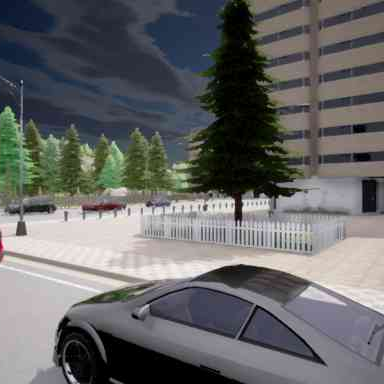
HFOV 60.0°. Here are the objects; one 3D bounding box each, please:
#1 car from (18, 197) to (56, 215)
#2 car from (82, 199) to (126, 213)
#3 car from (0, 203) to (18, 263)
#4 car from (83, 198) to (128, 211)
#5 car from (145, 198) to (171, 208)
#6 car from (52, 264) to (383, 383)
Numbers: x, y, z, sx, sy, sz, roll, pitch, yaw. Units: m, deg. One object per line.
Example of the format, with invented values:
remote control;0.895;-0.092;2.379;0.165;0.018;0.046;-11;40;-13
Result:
car;-16.248;1.348;33.583;2.097;1.767;4.553;0;0;35
car;-9.563;1.597;36.583;1.895;1.301;4.718;0;0;35
car;-7.370;1.220;9.189;5.566;2.045;2.150;0;0;36
car;-10.675;1.543;41.422;2.033;1.411;5.357;0;0;35
car;-4.989;1.560;49.395;1.994;1.385;4.181;0;0;36
car;0.322;1.564;3.761;4.181;1.385;1.994;0;0;35
